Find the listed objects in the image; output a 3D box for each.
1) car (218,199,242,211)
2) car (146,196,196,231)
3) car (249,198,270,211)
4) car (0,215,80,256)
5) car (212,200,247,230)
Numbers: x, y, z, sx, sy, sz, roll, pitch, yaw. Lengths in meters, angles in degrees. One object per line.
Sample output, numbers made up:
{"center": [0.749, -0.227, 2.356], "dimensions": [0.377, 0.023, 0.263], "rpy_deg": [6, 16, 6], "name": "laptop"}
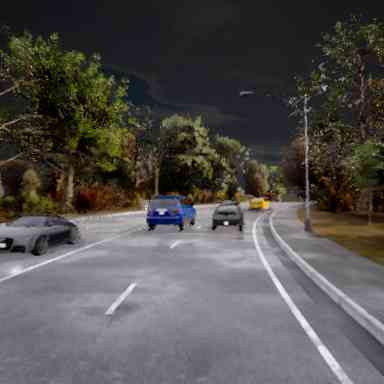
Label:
{"center": [4.776, 1.635, 41.702], "dimensions": [1.994, 1.385, 4.181], "rpy_deg": [-1, 0, 21], "name": "car"}
{"center": [-1.190, 1.269, 21.258], "dimensions": [2.150, 2.045, 5.566], "rpy_deg": [-1, 0, 11], "name": "car"}
{"center": [8.401, 1.476, 41.387], "dimensions": [1.882, 1.535, 5.008], "rpy_deg": [-1, 0, 22], "name": "car"}
{"center": [-6.147, 1.603, 13.155], "dimensions": [1.994, 1.385, 4.181], "rpy_deg": [0, 0, 7], "name": "car"}
{"center": [2.406, 1.522, 21.329], "dimensions": [1.837, 1.490, 4.892], "rpy_deg": [-1, 0, 11], "name": "car"}
